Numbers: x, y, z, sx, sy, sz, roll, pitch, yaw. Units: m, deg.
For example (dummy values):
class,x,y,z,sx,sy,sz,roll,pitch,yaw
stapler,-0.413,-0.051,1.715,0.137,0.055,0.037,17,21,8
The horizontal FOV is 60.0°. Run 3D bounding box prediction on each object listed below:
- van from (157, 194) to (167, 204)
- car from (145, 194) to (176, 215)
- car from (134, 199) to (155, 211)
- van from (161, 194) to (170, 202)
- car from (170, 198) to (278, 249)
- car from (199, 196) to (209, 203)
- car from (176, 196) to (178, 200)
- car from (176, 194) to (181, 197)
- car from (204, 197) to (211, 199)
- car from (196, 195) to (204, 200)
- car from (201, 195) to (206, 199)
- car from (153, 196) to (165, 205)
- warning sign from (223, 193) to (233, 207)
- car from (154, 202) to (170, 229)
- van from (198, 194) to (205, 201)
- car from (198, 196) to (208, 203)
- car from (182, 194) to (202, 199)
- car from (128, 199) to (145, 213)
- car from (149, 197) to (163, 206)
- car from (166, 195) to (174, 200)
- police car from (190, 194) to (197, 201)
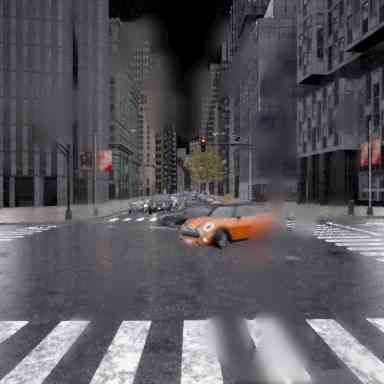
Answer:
class,x,y,z,sx,sy,sz,roll,pitch,yaw
van,-6.050,1.360,66.724,1.690,1.788,3.998,0,0,0
car,-3.178,1.226,34.646,2.150,2.045,5.566,0,0,0
car,-5.889,1.557,41.326,2.008,1.369,4.403,0,0,0
van,-6.118,1.368,77.551,1.690,1.788,3.998,0,0,0
car,1.639,1.312,14.423,4.553,1.767,2.097,-1,0,-37
car,2.467,1.545,68.048,1.752,1.417,4.829,0,0,0
car,-3.241,1.609,44.598,1.895,1.301,4.718,0,0,0
car,-3.293,1.538,54.640,1.812,1.442,4.674,0,0,0
car,2.667,1.556,36.385,2.008,1.369,4.403,0,0,0
car,2.302,1.593,94.323,2.008,1.369,4.403,0,0,0
car,2.598,1.553,47.273,1.887,1.381,4.507,0,0,0
car,-6.014,1.541,61.141,1.752,1.417,4.829,0,0,0
warning sign,4.918,1.123,45.475,1.300,1.860,1.060,0,0,0
car,0.181,1.530,20.894,4.674,1.442,1.812,0,0,0
van,2.368,1.373,83.745,1.690,1.788,3.998,0,0,0
car,2.435,1.589,73.168,1.947,1.339,4.313,0,0,0
car,-0.077,1.499,49.364,2.128,1.511,4.902,0,0,0
car,-5.858,1.556,36.334,2.008,1.369,4.403,0,0,0
car,-5.981,1.579,55.898,1.947,1.339,4.313,0,0,0
car,-6.220,1.624,93.789,1.802,1.307,4.206,0,0,0
police car,0.465,1.464,90.560,1.930,1.638,5.238,0,0,0
